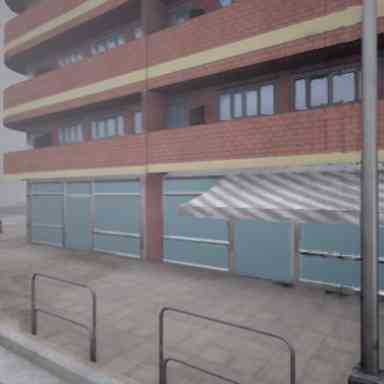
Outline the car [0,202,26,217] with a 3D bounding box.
[{"bbox_3d":[-17.190,1.622,32.052,1.895,1.301,4.718,0,0,36],"label":"car"}]
